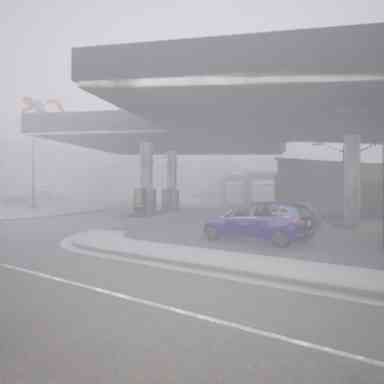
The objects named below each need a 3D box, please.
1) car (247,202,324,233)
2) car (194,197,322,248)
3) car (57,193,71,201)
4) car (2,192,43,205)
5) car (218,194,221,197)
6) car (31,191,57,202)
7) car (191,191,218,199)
[{"bbox_3d":[5.290,1.367,19.000,3.806,1.475,1.970,0,0,35],"label":"car"},{"bbox_3d":[2.641,1.225,13.845,4.611,1.667,2.242,0,0,35],"label":"car"},{"bbox_3d":[-26.107,1.020,64.854,1.837,1.490,4.892,0,0,37],"label":"car"},{"bbox_3d":[-24.862,1.098,48.357,1.882,1.535,5.008,0,0,35],"label":"car"},{"bbox_3d":[5.910,1.145,81.728,4.718,1.301,1.895,0,0,-6],"label":"car"},{"bbox_3d":[-27.087,0.777,57.993,2.150,2.045,5.566,0,0,36],"label":"car"},{"bbox_3d":[2.506,0.784,77.834,5.566,2.045,2.150,0,0,-10],"label":"car"}]
